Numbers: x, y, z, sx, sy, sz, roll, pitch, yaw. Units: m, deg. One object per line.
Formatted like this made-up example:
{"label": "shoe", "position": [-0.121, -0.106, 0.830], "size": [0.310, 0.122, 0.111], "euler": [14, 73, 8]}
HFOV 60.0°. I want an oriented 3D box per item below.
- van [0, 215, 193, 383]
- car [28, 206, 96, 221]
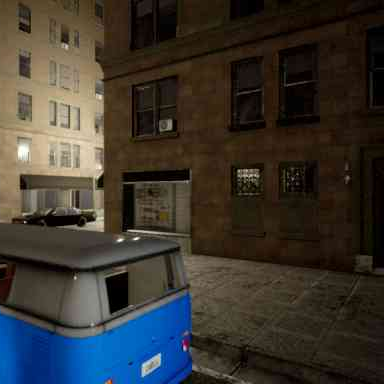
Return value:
{"label": "van", "position": [-1.917, 1.342, 4.055], "size": [3.998, 1.788, 1.690], "euler": [0, 0, 33]}
{"label": "car", "position": [-8.736, 1.633, 21.469], "size": [2.033, 1.411, 5.357], "euler": [0, 0, 33]}
